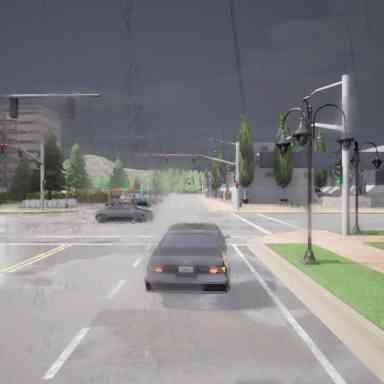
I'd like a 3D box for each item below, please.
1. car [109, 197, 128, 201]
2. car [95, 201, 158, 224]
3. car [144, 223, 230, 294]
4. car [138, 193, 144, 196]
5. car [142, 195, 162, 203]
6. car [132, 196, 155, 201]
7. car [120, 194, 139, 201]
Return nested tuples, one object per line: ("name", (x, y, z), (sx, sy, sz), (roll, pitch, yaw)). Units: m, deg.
("car", (-10.572, 1.601, 45.531), (1.895, 1.301, 4.718), (0, 0, 0))
("car", (-4.921, 1.564, 24.388), (4.181, 1.385, 1.994), (0, 0, 2))
("car", (0.059, 1.547, 8.951), (2.033, 1.411, 5.357), (0, 0, 4))
("car", (-10.472, 1.548, 68.616), (2.033, 1.411, 5.357), (0, 0, 0))
("car", (-7.051, 1.547, 58.442), (2.033, 1.411, 5.357), (0, 0, 0))
("car", (-7.064, 1.601, 48.797), (1.895, 1.301, 4.718), (0, 0, 0))
("car", (-10.565, 1.491, 54.798), (2.128, 1.511, 4.902), (0, 0, 0))
